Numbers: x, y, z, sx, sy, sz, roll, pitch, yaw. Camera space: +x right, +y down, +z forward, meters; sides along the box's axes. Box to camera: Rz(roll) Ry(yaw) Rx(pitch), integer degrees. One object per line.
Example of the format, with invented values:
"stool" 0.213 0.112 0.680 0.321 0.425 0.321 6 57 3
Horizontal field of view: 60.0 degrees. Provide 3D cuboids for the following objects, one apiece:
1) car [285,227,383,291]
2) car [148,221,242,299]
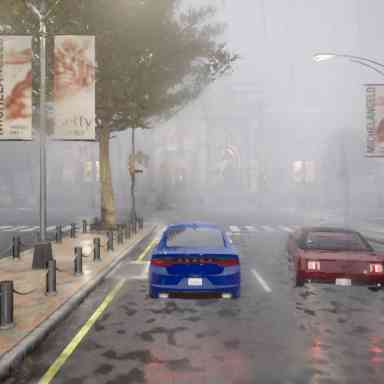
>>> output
"car" 3.669 1.601 9.143 1.895 1.301 4.718 0 0 13
"car" 0.063 1.478 8.512 1.882 1.535 5.008 0 0 0
